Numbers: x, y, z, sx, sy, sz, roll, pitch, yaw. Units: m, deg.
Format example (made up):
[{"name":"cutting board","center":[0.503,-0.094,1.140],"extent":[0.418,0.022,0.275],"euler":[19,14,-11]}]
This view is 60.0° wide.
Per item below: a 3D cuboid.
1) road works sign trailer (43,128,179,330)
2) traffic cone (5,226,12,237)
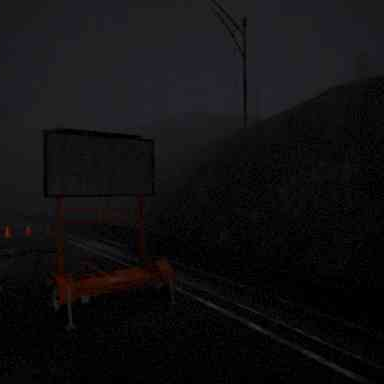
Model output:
[{"name":"road works sign trailer","center":[-2.000,0.501,7.284],"extent":[2.380,3.560,2.880],"euler":[-1,0,-35]},{"name":"traffic cone","center":[-9.777,2.100,17.697],"extent":[0.340,0.580,0.340],"euler":[-1,0,-35]}]
